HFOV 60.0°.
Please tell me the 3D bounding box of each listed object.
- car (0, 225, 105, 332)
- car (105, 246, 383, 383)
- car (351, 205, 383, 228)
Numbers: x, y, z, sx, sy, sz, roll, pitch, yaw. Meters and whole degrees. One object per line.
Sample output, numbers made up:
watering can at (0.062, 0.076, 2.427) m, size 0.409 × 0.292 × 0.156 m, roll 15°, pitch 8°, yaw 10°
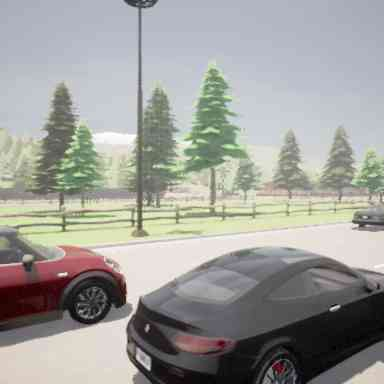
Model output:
car at (-3.415, 1.352, 5.611) m, size 4.553 × 1.767 × 2.097 m, roll 0°, pitch 0°, yaw -36°
car at (1.381, 1.526, 4.732) m, size 4.674 × 1.442 × 1.812 m, roll 0°, pitch 0°, yaw -36°
car at (12.262, 1.547, 21.094) m, size 5.357 × 1.411 × 2.033 m, roll 0°, pitch 0°, yaw -36°
